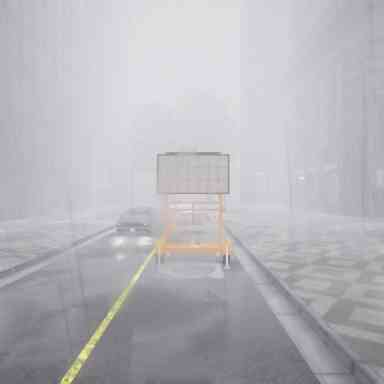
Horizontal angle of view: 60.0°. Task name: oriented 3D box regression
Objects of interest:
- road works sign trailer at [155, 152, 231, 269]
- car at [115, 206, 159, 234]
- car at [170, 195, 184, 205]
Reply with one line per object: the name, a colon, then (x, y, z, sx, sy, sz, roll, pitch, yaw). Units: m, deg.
road works sign trailer: (0.041, 0.466, 11.182, 2.380, 3.560, 2.880, 0, 0, 0)
car: (-3.033, 1.554, 19.543, 2.033, 1.411, 5.357, 0, 0, 0)
car: (-2.860, 1.656, 60.117, 1.895, 1.301, 4.718, 0, 0, 1)
